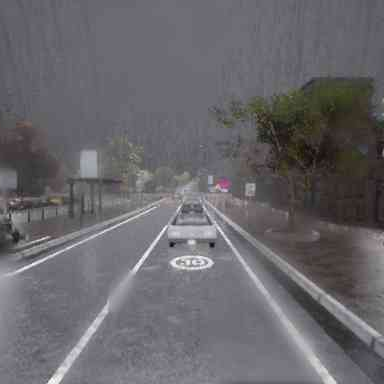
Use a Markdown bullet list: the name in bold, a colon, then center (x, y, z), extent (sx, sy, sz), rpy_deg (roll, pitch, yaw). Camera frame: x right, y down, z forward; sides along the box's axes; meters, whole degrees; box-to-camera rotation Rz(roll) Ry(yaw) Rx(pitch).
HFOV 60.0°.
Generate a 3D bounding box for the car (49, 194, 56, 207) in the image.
- **car**: center (-22.141, 1.383, 46.478), extent (4.792, 1.488, 2.163), rpy_deg (0, 0, 0)

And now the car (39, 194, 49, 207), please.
- **car**: center (-22.102, 1.362, 43.704), extent (4.892, 1.521, 2.231), rpy_deg (0, 0, 0)

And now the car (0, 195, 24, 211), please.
- **car**: center (-22.132, 1.251, 38.152), extent (4.553, 1.767, 2.185), rpy_deg (0, 0, 0)

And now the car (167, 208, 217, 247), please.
- **car**: center (0.000, 1.583, 14.700), extent (1.895, 1.301, 4.718), rpy_deg (0, 0, 0)

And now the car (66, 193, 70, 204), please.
- **car**: center (-22.149, 1.369, 52.030), extent (4.792, 1.488, 2.163), rpy_deg (0, 0, 0)

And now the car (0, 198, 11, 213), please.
- **car**: center (-22.095, 1.425, 35.377), extent (4.674, 1.452, 2.002), rpy_deg (0, 0, 0)

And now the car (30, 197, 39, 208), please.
- **car**: center (-22.110, 1.369, 40.928), extent (5.008, 1.535, 2.097), rpy_deg (0, 0, 0)

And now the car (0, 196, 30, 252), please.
- **car**: center (-8.957, 1.211, 11.284), extent (5.566, 2.045, 2.435), rpy_deg (0, 0, 0)

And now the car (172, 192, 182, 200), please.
- **car**: center (-3.249, 0.788, 70.897), extent (2.128, 1.511, 4.902), rpy_deg (0, 1, 0)

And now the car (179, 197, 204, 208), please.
- **car**: center (0.001, 1.426, 29.686), extent (1.837, 1.490, 4.892), rpy_deg (0, 0, 0)

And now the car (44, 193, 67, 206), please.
- **car**: center (-21.930, 1.344, 49.253), extent (5.366, 1.575, 1.946), rpy_deg (0, 0, 0)
